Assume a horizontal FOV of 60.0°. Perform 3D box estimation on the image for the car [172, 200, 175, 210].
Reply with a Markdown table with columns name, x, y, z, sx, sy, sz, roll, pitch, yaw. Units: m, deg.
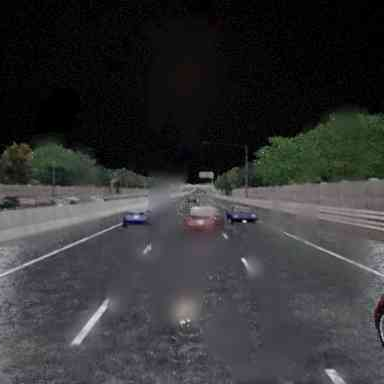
| name | x | y | z | sx | sy | sz | roll | pitch | yaw |
| --- | --- | --- | --- | --- | --- | --- | --- | --- | --- |
| car | -3.492 | 1.537 | 45.154 | 2.097 | 1.767 | 4.553 | 0 | 0 | 0 |

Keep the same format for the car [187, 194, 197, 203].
| name | x | y | z | sx | sy | sz | roll | pitch | yaw |
| --- | --- | --- | --- | --- | --- | --- | --- | --- | --- |
| car | 0.013 | 1.753 | 73.662 | 1.837 | 1.490 | 4.892 | 0 | 0 | 0 |

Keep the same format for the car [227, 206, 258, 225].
| name | x | y | z | sx | sy | sz | roll | pitch | yaw |
| --- | --- | --- | --- | --- | --- | --- | --- | --- | --- |
| car | 3.605 | 1.714 | 24.999 | 1.895 | 1.301 | 4.718 | 0 | 0 | 0 |

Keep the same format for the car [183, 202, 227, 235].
| name | x | y | z | sx | sy | sz | roll | pitch | yaw |
| --- | --- | --- | --- | --- | --- | --- | --- | --- | --- |
| car | 0.714 | 1.593 | 19.412 | 2.163 | 1.488 | 4.792 | 0 | 0 | 7 |

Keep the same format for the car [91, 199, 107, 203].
| name | x | y | z | sx | sy | sz | roll | pitch | yaw |
| --- | --- | --- | --- | --- | --- | --- | --- | --- | --- |
| car | -14.054 | 1.726 | 50.465 | 1.812 | 1.442 | 4.674 | 0 | 0 | 0 |

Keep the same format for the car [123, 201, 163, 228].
| name | x | y | z | sx | sy | sz | roll | pitch | yaw |
| --- | --- | --- | --- | --- | --- | --- | --- | --- | --- |
| car | -3.495 | 1.609 | 23.213 | 2.163 | 1.488 | 4.792 | 0 | 0 | 0 |

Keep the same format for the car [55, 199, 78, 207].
| name | x | y | z | sx | sy | sz | roll | pitch | yaw |
| --- | --- | --- | --- | --- | --- | --- | --- | --- | --- |
| car | -17.569 | 1.681 | 46.786 | 2.128 | 1.511 | 4.902 | 0 | 0 | 0 |

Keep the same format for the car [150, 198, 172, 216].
| name | x | y | z | sx | sy | sz | roll | pitch | yaw |
| --- | --- | --- | --- | --- | --- | --- | --- | --- | --- |
| car | -3.494 | 1.501 | 34.154 | 2.097 | 1.767 | 4.553 | 0 | 0 | 0 |

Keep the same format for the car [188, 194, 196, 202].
| name | x | y | z | sx | sy | sz | roll | pitch | yaw |
| --- | --- | --- | --- | --- | --- | --- | --- | --- | --- |
| car | 0.015 | 1.490 | 83.820 | 2.150 | 2.045 | 5.566 | 0 | 0 | 0 |

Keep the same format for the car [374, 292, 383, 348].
| name | x | y | z | sx | sy | sz | roll | pitch | yaw |
| --- | --- | --- | --- | --- | --- | --- | --- | --- | --- |
| car | 3.603 | 1.542 | 2.986 | 1.812 | 1.442 | 4.674 | 0 | 0 | 0 |

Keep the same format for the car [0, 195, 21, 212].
| name | x | y | z | sx | sy | sz | roll | pitch | yaw |
| --- | --- | --- | --- | --- | --- | --- | --- | --- | --- |
| car | -21.076 | 1.381 | 36.597 | 2.150 | 2.045 | 5.566 | 0 | 0 | 0 |
